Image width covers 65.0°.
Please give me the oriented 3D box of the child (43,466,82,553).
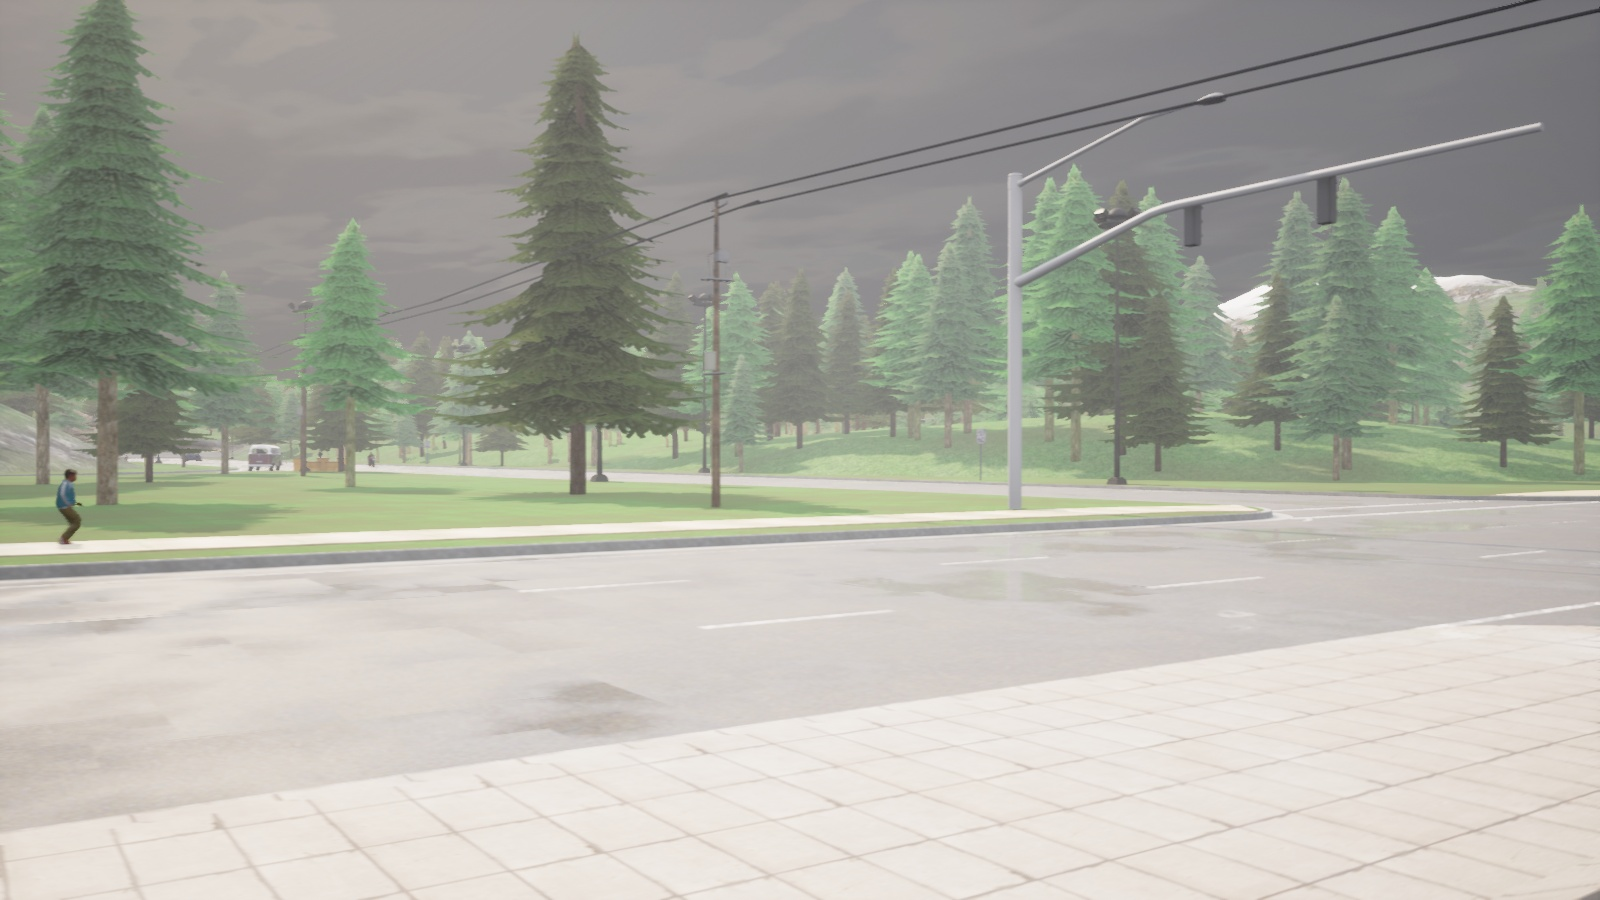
[{"bbox_3d":[-10.385,0.829,17.674,0.448,1.192,0.343,0,0,-34],"label":"child"}]
